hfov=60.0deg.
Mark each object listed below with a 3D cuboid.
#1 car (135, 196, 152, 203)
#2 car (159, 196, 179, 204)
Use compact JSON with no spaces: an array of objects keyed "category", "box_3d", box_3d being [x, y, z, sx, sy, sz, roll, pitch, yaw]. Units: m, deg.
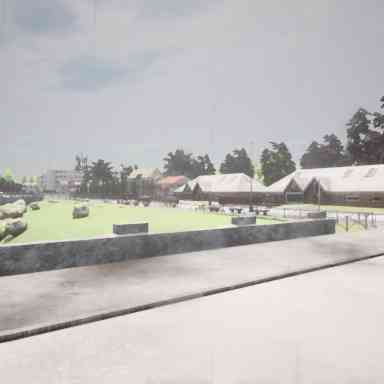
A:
[{"category":"car","box_3d":[-10.097,1.501,68.969,1.837,1.490,4.892,0,0,-35]},{"category":"car","box_3d":[-4.211,1.491,60.696,2.128,1.511,4.902,0,0,-35]}]
